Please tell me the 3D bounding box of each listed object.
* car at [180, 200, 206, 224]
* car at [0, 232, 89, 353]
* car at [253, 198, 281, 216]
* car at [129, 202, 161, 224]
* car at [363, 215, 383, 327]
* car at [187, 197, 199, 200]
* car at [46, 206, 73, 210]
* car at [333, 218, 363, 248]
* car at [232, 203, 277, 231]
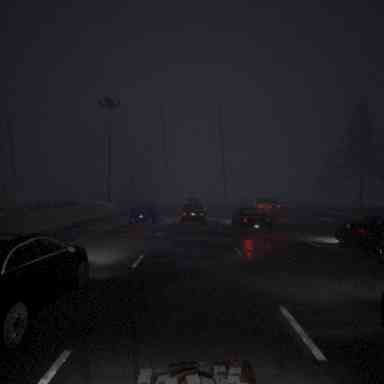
[{"bbox_3d":[0.088,1.554,25.004,2.033,1.411,5.357,0,0,0],"label":"car"},{"bbox_3d":[-3.402,1.493,6.128,2.128,1.511,4.902,0,0,0],"label":"car"},{"bbox_3d":[7.087,1.362,32.301,2.097,1.767,4.553,0,0,0],"label":"car"},{"bbox_3d":[-3.410,1.484,24.770,1.882,1.535,5.008,0,0,0],"label":"car"},{"bbox_3d":[3.599,1.223,2.064,2.150,2.045,5.566,0,0,0],"label":"car"},{"bbox_3d":[0.083,1.364,41.886,2.097,1.767,4.553,0,0,0],"label":"car"},{"bbox_3d":[-14.112,1.556,36.888,2.033,1.411,5.357,0,0,0],"label":"car"},{"bbox_3d":[7.095,1.552,12.079,2.033,1.411,5.357,0,0,0],"label":"car"},{"bbox_3d":[3.594,1.607,20.705,1.895,1.301,4.718,0,0,0],"label":"car"}]
